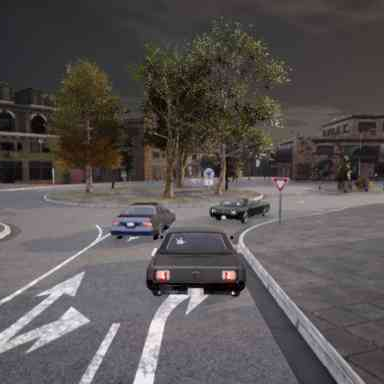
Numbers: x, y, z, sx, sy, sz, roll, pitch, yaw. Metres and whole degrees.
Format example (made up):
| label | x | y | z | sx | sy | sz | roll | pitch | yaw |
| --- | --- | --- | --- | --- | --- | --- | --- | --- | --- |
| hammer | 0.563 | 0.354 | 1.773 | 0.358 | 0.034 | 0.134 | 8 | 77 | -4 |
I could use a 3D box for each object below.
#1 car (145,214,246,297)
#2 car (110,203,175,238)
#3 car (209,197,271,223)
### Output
| label | x | y | z | sx | sy | sz | roll | pitch | yaw |
| --- | --- | --- | --- | --- | --- | --- | --- | --- | --- |
| car | 0.119 | 1.494 | 8.345 | 1.895 | 1.301 | 4.718 | 0 | 2 | 1 |
| car | -2.039 | 1.185 | 15.130 | 2.033 | 1.411 | 5.357 | 0 | 2 | 7 |
| car | 3.014 | 0.953 | 19.872 | 1.895 | 1.301 | 4.718 | 3 | 6 | 35 |
